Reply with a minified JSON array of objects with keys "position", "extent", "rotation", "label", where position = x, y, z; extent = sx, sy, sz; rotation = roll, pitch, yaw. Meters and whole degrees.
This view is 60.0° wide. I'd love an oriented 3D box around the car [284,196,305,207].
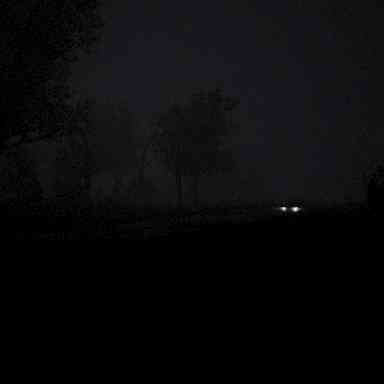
[{"position":[14.563,1.373,47.116],"extent":[1.837,1.490,4.892],"rotation":[-1,0,35],"label":"car"}]
